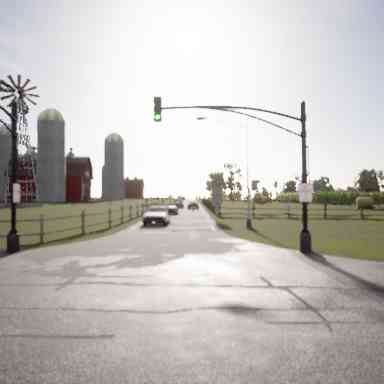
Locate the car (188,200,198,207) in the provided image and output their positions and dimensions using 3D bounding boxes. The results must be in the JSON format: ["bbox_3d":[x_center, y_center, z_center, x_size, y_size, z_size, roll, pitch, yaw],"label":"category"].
[{"bbox_3d":[0.238,2.278,66.664,1.994,1.385,4.181,0,-1,0],"label":"car"}]

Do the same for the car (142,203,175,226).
[{"bbox_3d":[-2.769,1.853,26.771,2.033,1.411,5.357,0,-1,0],"label":"car"}]

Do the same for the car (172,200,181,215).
[{"bbox_3d":[-2.703,2.009,40.312,1.994,1.385,4.181,0,-1,0],"label":"car"}]

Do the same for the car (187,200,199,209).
[{"bbox_3d":[0.197,2.125,56.660,1.812,1.442,4.674,0,-1,0],"label":"car"}]

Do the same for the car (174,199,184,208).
[{"bbox_3d":[-2.551,2.004,59.929,2.097,1.767,4.553,0,0,0],"label":"car"}]
